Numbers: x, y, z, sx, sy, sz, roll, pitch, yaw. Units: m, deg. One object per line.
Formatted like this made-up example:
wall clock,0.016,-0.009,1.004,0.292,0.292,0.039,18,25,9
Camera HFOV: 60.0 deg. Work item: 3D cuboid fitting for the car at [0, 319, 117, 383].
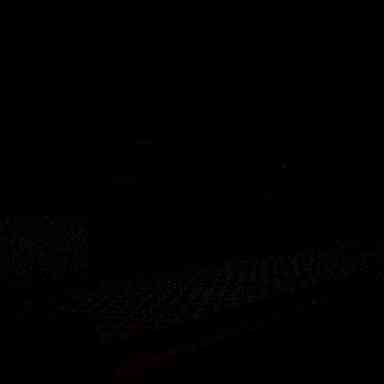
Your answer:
car,-2.633,1.503,1.191,4.902,1.511,2.128,0,0,-35
